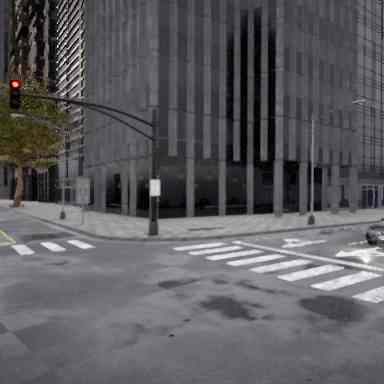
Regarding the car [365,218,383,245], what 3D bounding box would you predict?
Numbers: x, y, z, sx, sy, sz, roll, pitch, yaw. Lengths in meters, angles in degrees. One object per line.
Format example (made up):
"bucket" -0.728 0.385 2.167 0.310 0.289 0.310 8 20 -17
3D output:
"car" 9.470 1.564 14.434 4.674 1.442 1.812 0 0 -34
